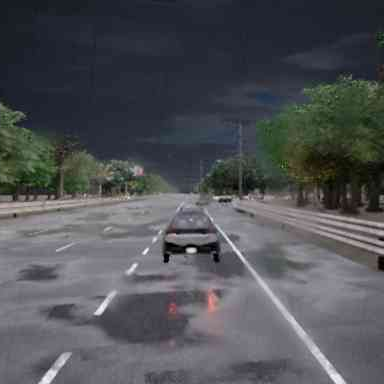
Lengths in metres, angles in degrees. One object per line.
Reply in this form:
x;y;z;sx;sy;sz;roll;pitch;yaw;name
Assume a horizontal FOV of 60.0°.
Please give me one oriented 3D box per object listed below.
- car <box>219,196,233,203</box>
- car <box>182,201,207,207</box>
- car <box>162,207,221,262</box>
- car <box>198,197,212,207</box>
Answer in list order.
7.340;1.602;70.911;1.882;1.535;5.008;0;0;24;car
-0.065;1.660;25.757;1.895;1.301;4.718;0;0;0;car
-0.027;1.519;12.241;2.128;1.511;4.902;0;0;0;car
2.140;1.606;55.100;2.128;1.511;4.902;0;0;13;car
